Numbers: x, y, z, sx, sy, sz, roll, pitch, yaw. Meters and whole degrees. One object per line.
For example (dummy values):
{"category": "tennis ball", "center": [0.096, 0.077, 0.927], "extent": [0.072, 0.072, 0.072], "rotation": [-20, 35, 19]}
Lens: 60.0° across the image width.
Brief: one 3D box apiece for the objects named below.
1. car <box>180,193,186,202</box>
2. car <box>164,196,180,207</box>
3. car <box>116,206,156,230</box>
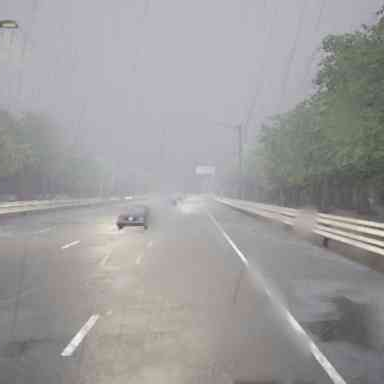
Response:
{"category": "car", "center": [-3.141, 1.672, 82.051], "extent": [1.837, 1.490, 4.892], "rotation": [0, 0, 1]}
{"category": "car", "center": [-3.352, 1.580, 52.870], "extent": [1.882, 1.535, 5.008], "rotation": [0, 0, 0]}
{"category": "car", "center": [-3.478, 1.579, 21.367], "extent": [2.033, 1.411, 5.357], "rotation": [0, 0, 0]}
